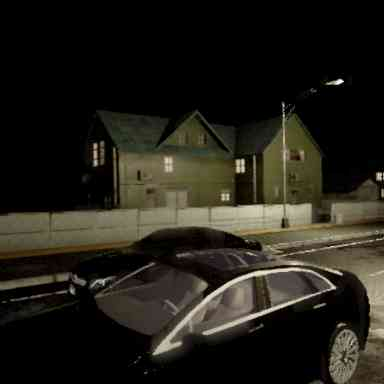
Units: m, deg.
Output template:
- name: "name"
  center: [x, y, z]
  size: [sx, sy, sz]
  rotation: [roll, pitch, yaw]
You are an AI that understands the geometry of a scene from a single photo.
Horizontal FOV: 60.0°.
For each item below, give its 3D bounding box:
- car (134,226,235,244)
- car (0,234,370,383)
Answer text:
- name: "car"
  center: [-0.301, 1.531, 7.450]
  size: [4.674, 1.442, 1.812]
  rotation: [0, 0, -36]
- name: "car"
  center: [0.107, 1.494, 3.762]
  size: [4.902, 1.511, 2.128]
  rotation: [0, 0, -36]
